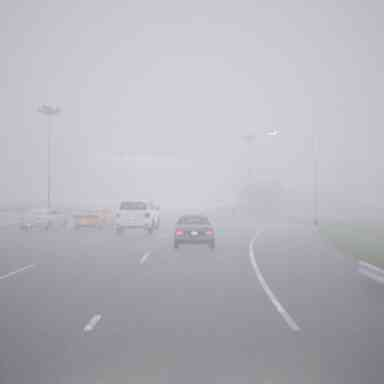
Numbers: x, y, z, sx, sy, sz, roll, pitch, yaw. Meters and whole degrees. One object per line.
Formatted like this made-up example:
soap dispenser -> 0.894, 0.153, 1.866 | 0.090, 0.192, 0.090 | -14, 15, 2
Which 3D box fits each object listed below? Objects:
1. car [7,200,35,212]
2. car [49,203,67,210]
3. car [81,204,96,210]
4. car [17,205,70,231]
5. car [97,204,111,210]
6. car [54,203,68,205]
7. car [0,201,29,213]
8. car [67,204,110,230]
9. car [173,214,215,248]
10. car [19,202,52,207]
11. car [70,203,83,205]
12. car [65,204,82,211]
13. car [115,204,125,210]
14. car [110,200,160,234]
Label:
car -> -31.038, 2.584, 60.473 | 2.150, 2.045, 5.566 | 0, -2, 1
car -> -30.822, 3.329, 76.729 | 2.097, 1.767, 4.553 | 0, -2, 1
car -> -23.819, 3.484, 76.892 | 1.837, 1.490, 4.892 | 0, -2, 1
car -> -10.393, 1.902, 23.524 | 1.812, 1.442, 4.674 | 0, -1, 0
car -> -20.317, 3.518, 77.069 | 1.812, 1.442, 4.674 | 0, -2, 1
car -> -24.037, 2.890, 61.171 | 1.837, 1.490, 4.892 | 0, -2, 1
car -> -24.319, 2.341, 44.707 | 1.882, 1.535, 5.008 | 0, -1, 1
car -> -6.876, 1.854, 23.841 | 1.882, 1.535, 5.008 | 0, -1, 0
car -> 0.093, 1.754, 15.908 | 2.033, 1.411, 5.357 | 0, -1, 0
car -> -20.817, 2.404, 44.832 | 1.812, 1.442, 4.674 | 0, -1, 1
car -> -20.536, 2.879, 61.468 | 1.882, 1.535, 5.008 | 0, -2, 1
car -> -27.320, 3.505, 76.837 | 2.128, 1.511, 4.902 | 0, -2, 1
car -> -20.103, 4.180, 93.239 | 1.837, 1.490, 4.892 | 0, -3, 1
car -> -3.390, 1.547, 21.507 | 2.150, 2.045, 5.566 | 0, -1, 0
